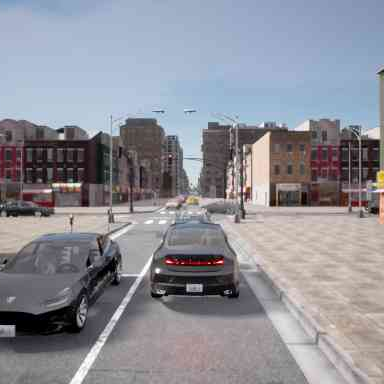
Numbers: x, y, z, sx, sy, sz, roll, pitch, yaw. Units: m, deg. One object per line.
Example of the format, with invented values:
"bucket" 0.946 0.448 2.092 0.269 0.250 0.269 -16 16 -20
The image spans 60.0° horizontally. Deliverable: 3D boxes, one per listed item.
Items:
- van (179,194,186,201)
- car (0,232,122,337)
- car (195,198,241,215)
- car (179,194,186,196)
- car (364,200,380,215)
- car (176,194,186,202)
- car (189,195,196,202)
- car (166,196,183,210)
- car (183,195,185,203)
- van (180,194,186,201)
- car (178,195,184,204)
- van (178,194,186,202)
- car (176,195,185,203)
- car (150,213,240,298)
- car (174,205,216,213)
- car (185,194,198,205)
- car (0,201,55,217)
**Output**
"van" -2.479 1.538 89.432 1.690 1.788 3.998 0 0 0
"car" -2.622 1.567 6.819 1.947 1.339 4.313 0 0 0
"car" 2.875 1.602 33.901 4.181 1.385 1.994 0 0 25
"car" -2.519 1.554 67.010 1.967 1.590 4.097 0 0 0
"car" 19.891 1.219 32.346 5.566 2.045 2.150 0 0 1
"car" -2.499 1.468 78.221 2.192 1.841 5.009 0 0 0
"car" 0.145 1.654 84.383 1.882 1.535 5.008 0 0 0
"car" -2.557 1.576 44.419 1.752 1.417 4.829 0 0 0
"car" -2.538 1.661 55.799 1.802 1.307 4.206 0 0 0
"van" -2.470 1.560 95.037 1.690 1.788 3.998 0 0 0
"car" -2.547 1.609 50.193 1.887 1.381 4.507 0 0 0
"van" -2.489 1.516 83.827 1.690 1.788 3.998 0 0 0
"car" -2.509 1.573 72.615 1.967 1.590 4.097 0 0 0
"car" 0.085 1.508 8.496 1.837 1.490 4.892 0 0 1
"car" 0.059 1.610 17.707 1.895 1.301 4.718 0 0 1
"car" 0.200 1.575 62.001 1.882 1.535 5.008 0 0 0
"car" -14.713 1.542 29.512 4.892 1.490 1.837 0 0 0
